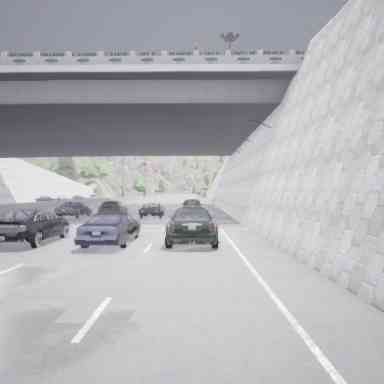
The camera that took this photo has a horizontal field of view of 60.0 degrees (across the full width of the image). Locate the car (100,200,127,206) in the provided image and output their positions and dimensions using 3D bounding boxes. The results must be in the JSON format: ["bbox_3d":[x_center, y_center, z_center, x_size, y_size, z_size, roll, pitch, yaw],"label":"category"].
[{"bbox_3d":[-7.000,1.514,29.650,1.837,1.490,4.892,0,0,0],"label":"car"}]

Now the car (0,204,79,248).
[{"bbox_3d":[-7.000,1.492,14.650,2.128,1.511,4.902,0,0,0],"label":"car"}]

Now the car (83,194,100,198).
[{"bbox_3d":[-20.971,1.295,70.730,2.097,1.767,4.553,0,0,0],"label":"car"}]

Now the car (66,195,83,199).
[{"bbox_3d":[-24.471,1.440,70.703,1.837,1.490,4.892,0,0,0],"label":"car"}]

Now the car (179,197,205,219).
[{"bbox_3d":[0.000,1.364,29.620,2.097,1.767,4.553,0,0,0],"label":"car"}]

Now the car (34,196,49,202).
[{"bbox_3d":[-31.471,1.480,70.711,2.033,1.411,5.357,0,0,0],"label":"car"}]

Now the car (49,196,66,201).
[{"bbox_3d":[-27.971,1.535,70.677,1.895,1.301,4.718,0,0,0],"label":"car"}]

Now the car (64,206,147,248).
[{"bbox_3d":[-3.500,1.560,14.650,2.033,1.411,5.357,0,0,0],"label":"car"}]

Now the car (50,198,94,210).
[{"bbox_3d":[-10.500,1.560,29.650,2.033,1.411,5.357,0,0,0],"label":"car"}]

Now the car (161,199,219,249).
[{"bbox_3d":[0.000,1.363,14.620,2.097,1.767,4.553,0,0,0],"label":"car"}]

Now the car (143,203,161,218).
[{"bbox_3d":[-3.500,1.614,29.680,1.895,1.301,4.718,0,0,0],"label":"car"}]
